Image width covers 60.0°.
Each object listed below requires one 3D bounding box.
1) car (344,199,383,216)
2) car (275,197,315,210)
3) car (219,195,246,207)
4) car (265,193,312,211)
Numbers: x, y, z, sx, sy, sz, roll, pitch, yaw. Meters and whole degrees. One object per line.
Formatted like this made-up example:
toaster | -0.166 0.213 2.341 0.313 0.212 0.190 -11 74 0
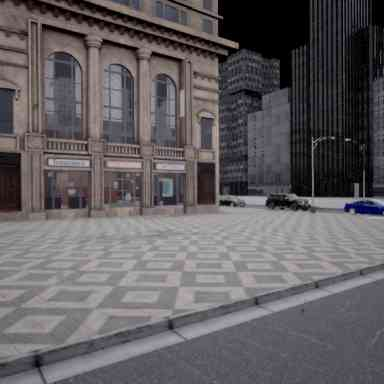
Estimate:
car | 16.698 1.426 30.714 1.882 1.535 5.008 -1 1 -35
car | 12.953 1.414 41.968 1.812 1.442 4.674 -1 0 -34
car | 5.557 1.244 47.216 2.097 1.767 4.553 -1 0 -34
car | 11.128 1.141 38.951 2.150 2.045 5.566 -1 0 -34
